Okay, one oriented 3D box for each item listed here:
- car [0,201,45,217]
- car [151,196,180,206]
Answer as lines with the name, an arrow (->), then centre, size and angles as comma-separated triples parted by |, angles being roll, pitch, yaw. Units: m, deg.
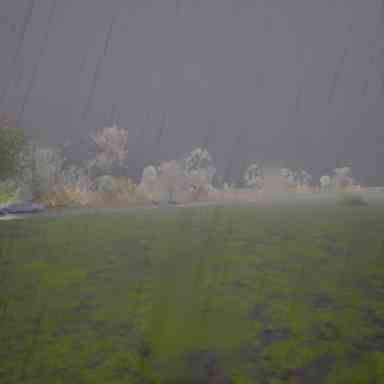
car -> -17.575, 1.605, 33.182 | 2.033, 1.411, 5.357 | 0, 0, 36
car -> -4.025, 1.403, 51.704 | 2.033, 1.411, 5.357 | 0, 0, 36
